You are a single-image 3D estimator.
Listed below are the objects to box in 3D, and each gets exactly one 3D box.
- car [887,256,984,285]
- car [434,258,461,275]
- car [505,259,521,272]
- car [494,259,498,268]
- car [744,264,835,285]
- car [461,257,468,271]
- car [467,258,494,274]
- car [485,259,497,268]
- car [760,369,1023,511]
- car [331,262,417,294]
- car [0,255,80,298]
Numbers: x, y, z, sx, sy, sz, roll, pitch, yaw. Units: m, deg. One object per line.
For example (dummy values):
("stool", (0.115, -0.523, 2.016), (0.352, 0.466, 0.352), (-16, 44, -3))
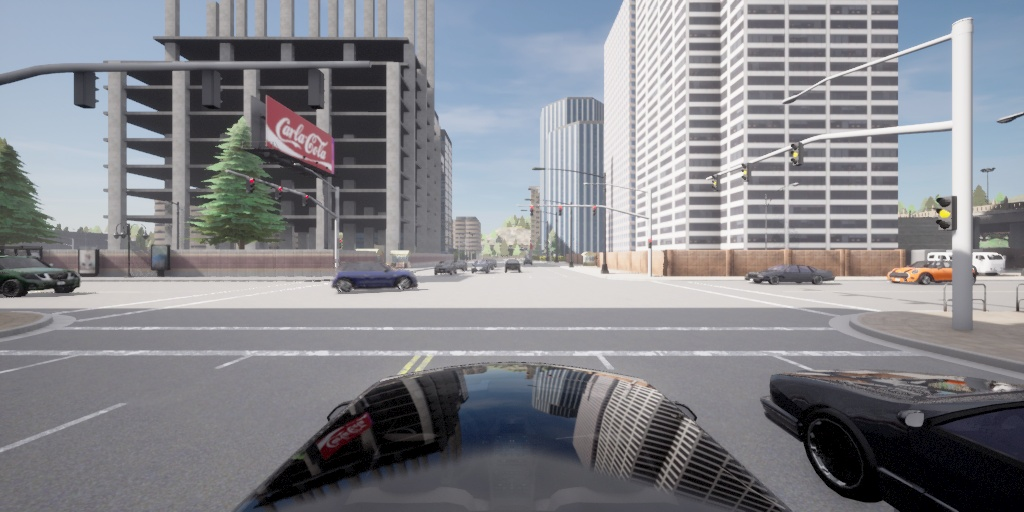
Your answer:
("car", (29.643, 1.102, 25.453), (4.553, 1.767, 2.097), (0, 0, 1))
("car", (-7.102, 1.255, 38.705), (1.837, 1.490, 4.892), (0, 0, 0))
("car", (0.098, 1.227, 46.381), (1.882, 1.535, 5.008), (0, 0, 0))
("car", (-3.601, 1.241, 51.773), (2.128, 1.511, 4.902), (0, 0, 0))
("car", (19.635, 1.297, 25.427), (5.357, 1.411, 2.033), (0, 0, 0))
("car", (-7.102, 1.255, 48.118), (1.837, 1.490, 4.892), (0, 0, 0))
("car", (-3.603, 1.241, 41.706), (2.128, 1.511, 4.902), (0, 0, 0))
("car", (-3.574, 1.255, 62.158), (1.837, 1.490, 4.892), (0, 0, 0))
("car", (3.597, 1.297, 1.372), (2.033, 1.411, 5.357), (0, 0, 0))
("car", (-7.760, 1.102, 20.397), (4.553, 1.767, 2.097), (0, 0, -25))
("car", (-25.330, 0.964, 17.985), (5.566, 2.045, 2.150), (1, 0, 1))
